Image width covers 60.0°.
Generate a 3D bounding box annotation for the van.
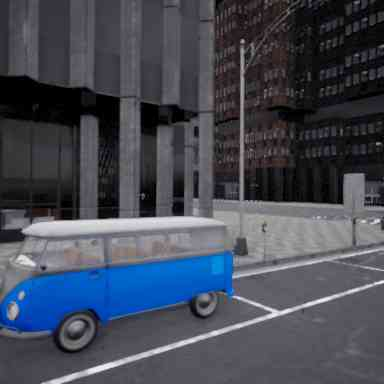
[{"bbox_3d":[-1.092,1.365,5.874,3.998,1.788,1.690,1,0,-36],"label":"van"}]
